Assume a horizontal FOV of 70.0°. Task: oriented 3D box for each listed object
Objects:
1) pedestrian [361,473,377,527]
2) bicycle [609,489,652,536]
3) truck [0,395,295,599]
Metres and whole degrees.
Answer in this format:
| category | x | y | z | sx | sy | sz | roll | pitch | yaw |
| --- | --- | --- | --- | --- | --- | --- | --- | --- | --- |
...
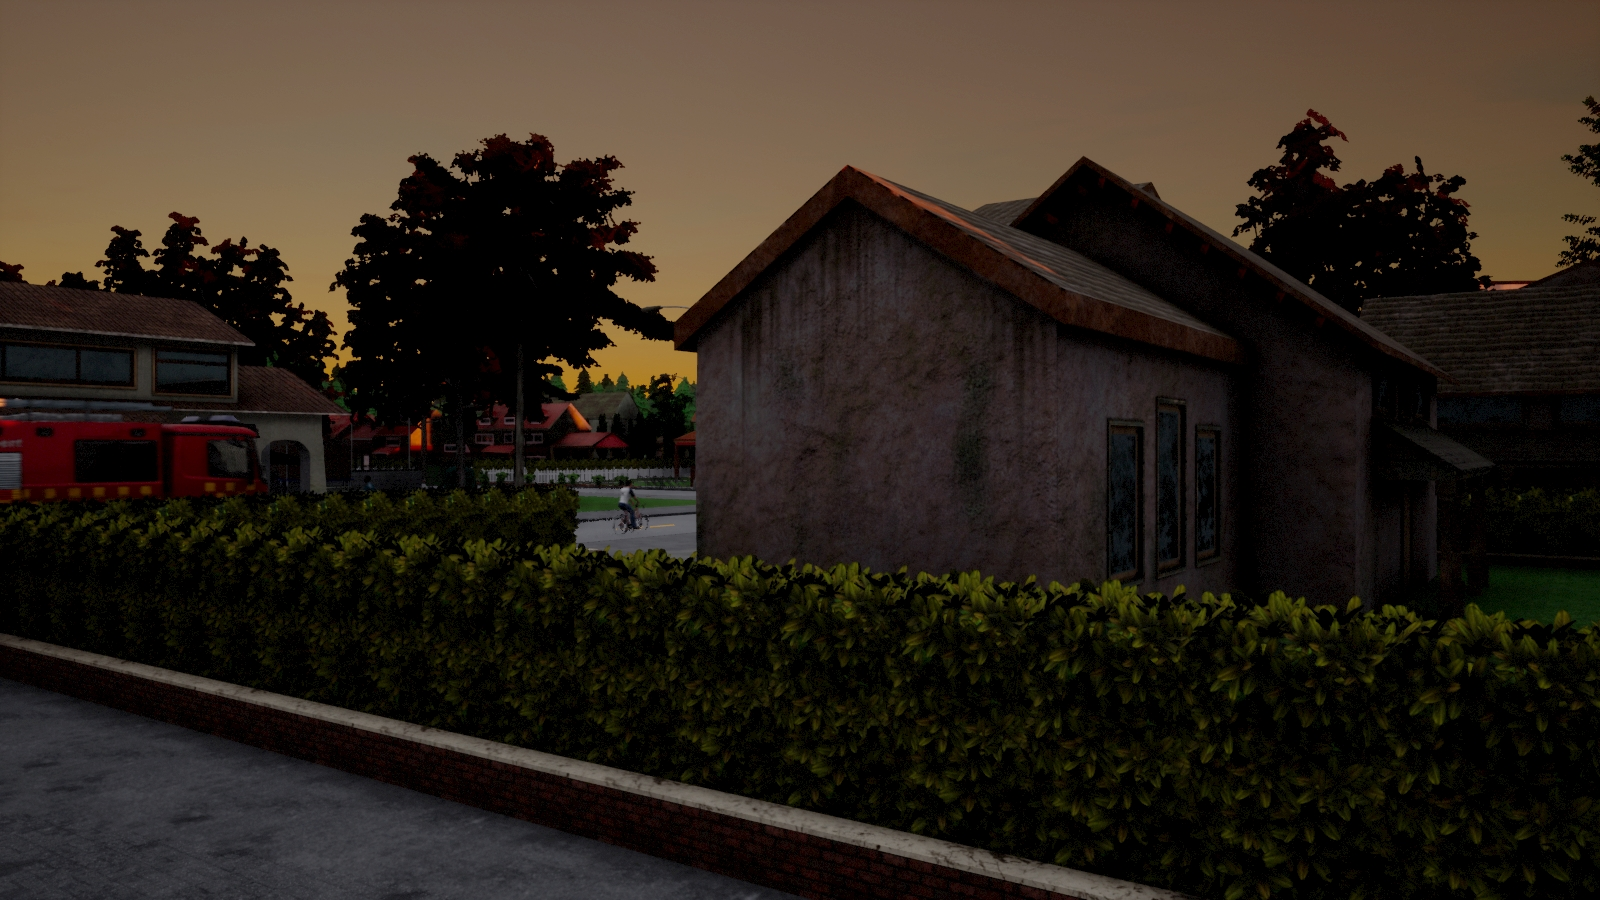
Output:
| category | x | y | z | sx | sy | sz | roll | pitch | yaw |
| --- | --- | --- | --- | --- | --- | --- | --- | --- | --- |
| pedestrian | -15.072 | 1.733 | 39.964 | 0.375 | 1.860 | 0.375 | 0 | 0 | 44 |
| bicycle | -5.584 | 2.046 | 37.708 | 0.373 | 1.496 | 1.643 | 0 | 0 | 35 |
| truck | -15.185 | 0.880 | 23.446 | 2.891 | 3.827 | 8.468 | 0 | 0 | 38 |
